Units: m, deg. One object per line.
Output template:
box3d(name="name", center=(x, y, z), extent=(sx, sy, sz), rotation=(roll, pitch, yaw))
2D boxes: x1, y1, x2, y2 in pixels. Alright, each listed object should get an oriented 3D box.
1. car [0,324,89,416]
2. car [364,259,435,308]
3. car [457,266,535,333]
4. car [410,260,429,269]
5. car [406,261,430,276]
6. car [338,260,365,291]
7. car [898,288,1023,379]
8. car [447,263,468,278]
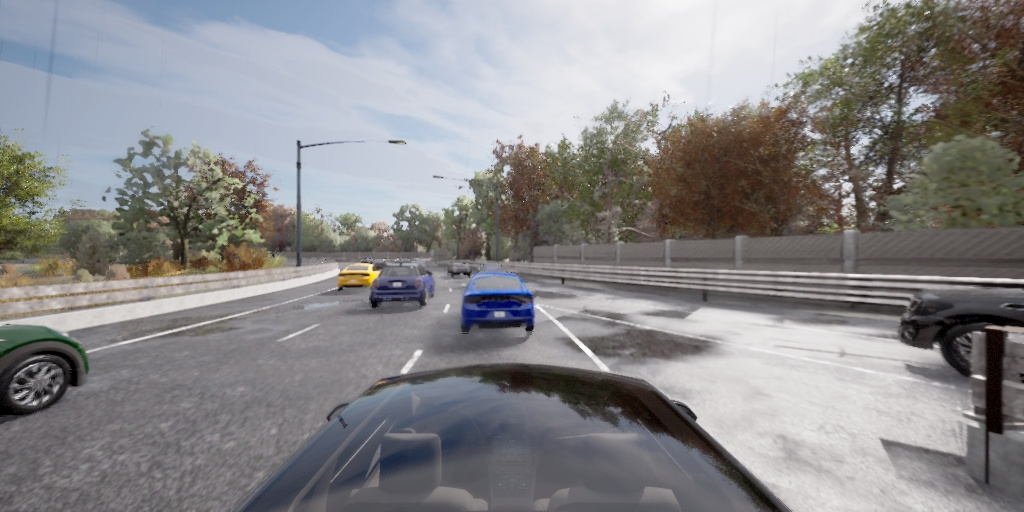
box3d(name="car", center=(-7.048, 1.119, 3.152), extent=(2.097, 1.767, 4.553), rotation=(0, 0, -1))
box3d(name="car", center=(-4.566, 1.102, 15.546), extent=(2.097, 1.767, 4.553), rotation=(0, 0, -7))
box3d(name="car", center=(-0.521, 1.224, 10.836), extent=(1.882, 1.535, 5.008), rotation=(0, 0, -6))
box3d(name="car", center=(-14.512, 1.310, 56.174), extent=(1.994, 1.385, 4.181), rotation=(0, 0, -29))
box3d(name="car", center=(-10.166, 1.296, 38.558), extent=(2.033, 1.411, 5.357), rotation=(0, 0, -20))
box3d(name="car", center=(-9.191, 1.237, 22.072), extent=(1.882, 1.535, 5.008), rotation=(0, 0, -11))
box3d(name="car", center=(9.241, 0.946, 4.759), extent=(2.150, 2.045, 5.566), rotation=(0, 0, -35))
box3d(name="car", center=(-5.124, 1.339, 34.162), extent=(1.895, 1.301, 4.718), rotation=(0, 0, -16))
